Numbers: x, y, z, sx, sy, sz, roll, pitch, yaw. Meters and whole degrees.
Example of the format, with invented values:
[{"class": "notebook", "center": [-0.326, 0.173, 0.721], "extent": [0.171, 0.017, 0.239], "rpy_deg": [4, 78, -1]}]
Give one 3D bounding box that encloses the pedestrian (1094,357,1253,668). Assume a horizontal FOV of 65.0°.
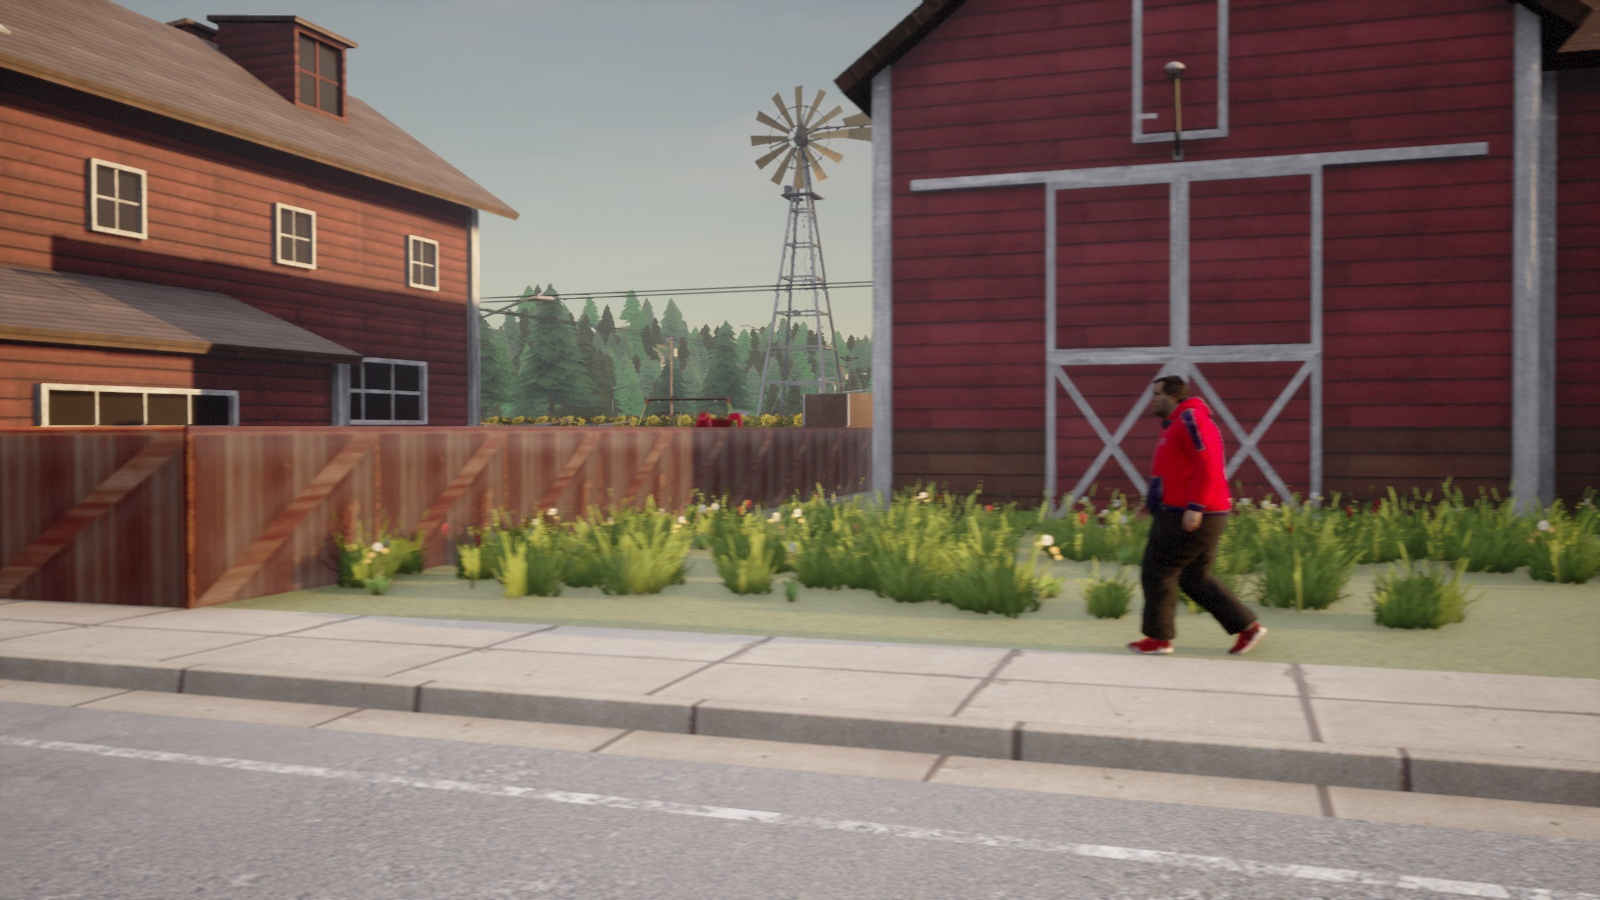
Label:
[{"class": "pedestrian", "center": [2.313, 0.365, 7.858], "extent": [0.899, 1.844, 0.634], "rpy_deg": [0, 1, 14]}]
